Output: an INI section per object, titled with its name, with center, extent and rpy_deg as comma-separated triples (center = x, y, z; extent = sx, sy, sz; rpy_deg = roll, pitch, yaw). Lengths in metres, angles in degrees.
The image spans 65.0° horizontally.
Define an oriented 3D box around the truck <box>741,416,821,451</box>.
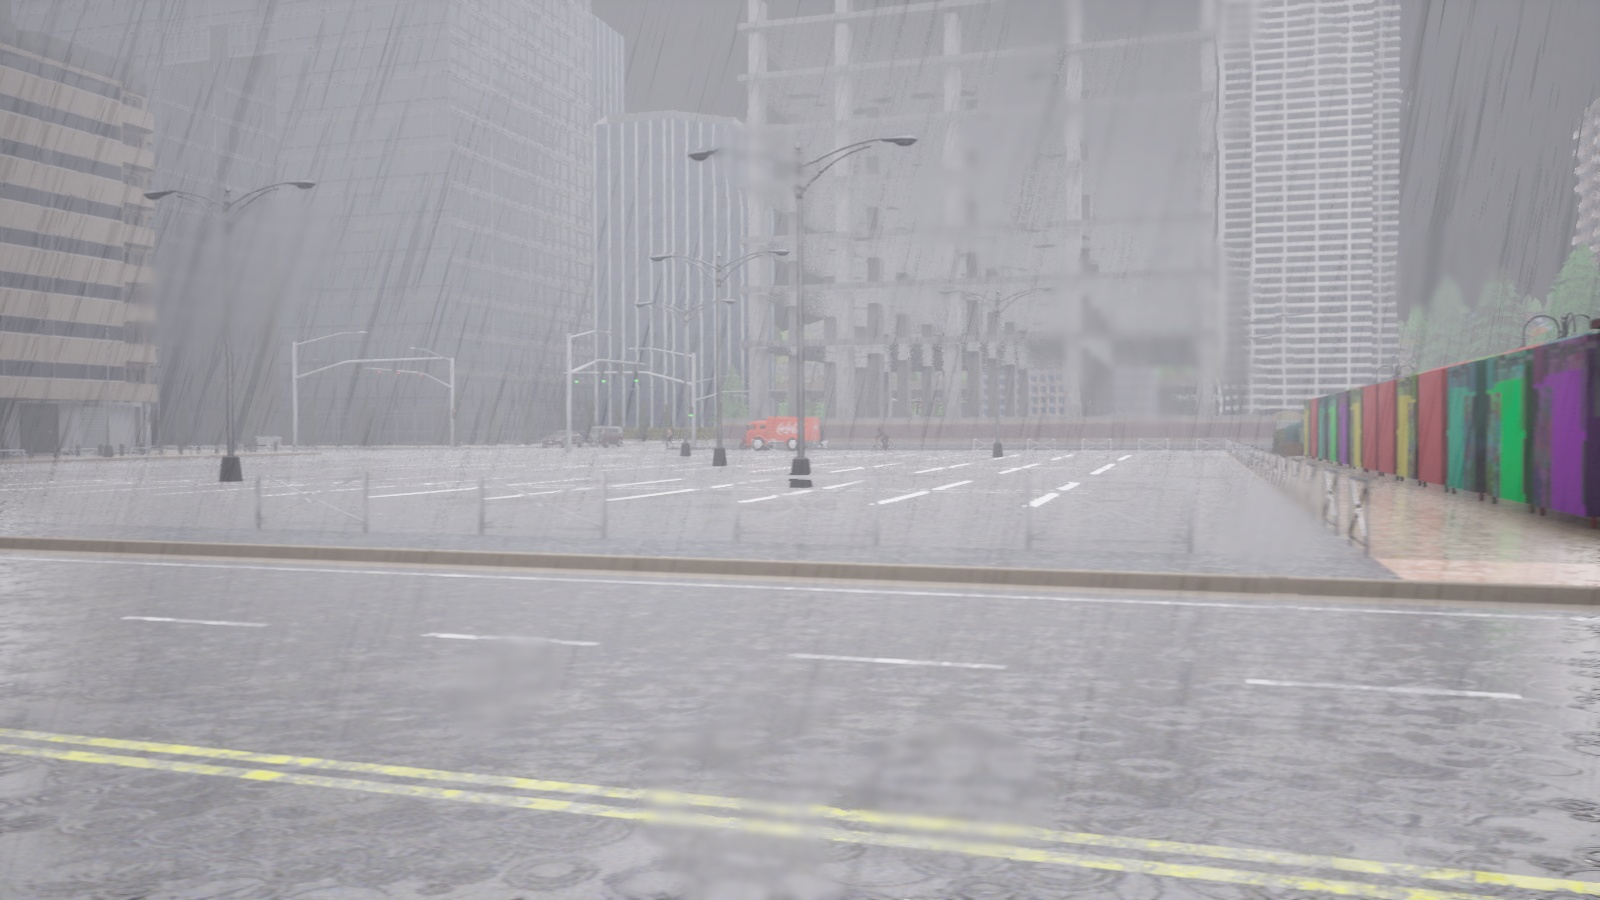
[truck]
center = -1.366, -1.173, 90.710
extent = 5.204, 2.467, 2.627
rpy_deg = 0, 1, 17
